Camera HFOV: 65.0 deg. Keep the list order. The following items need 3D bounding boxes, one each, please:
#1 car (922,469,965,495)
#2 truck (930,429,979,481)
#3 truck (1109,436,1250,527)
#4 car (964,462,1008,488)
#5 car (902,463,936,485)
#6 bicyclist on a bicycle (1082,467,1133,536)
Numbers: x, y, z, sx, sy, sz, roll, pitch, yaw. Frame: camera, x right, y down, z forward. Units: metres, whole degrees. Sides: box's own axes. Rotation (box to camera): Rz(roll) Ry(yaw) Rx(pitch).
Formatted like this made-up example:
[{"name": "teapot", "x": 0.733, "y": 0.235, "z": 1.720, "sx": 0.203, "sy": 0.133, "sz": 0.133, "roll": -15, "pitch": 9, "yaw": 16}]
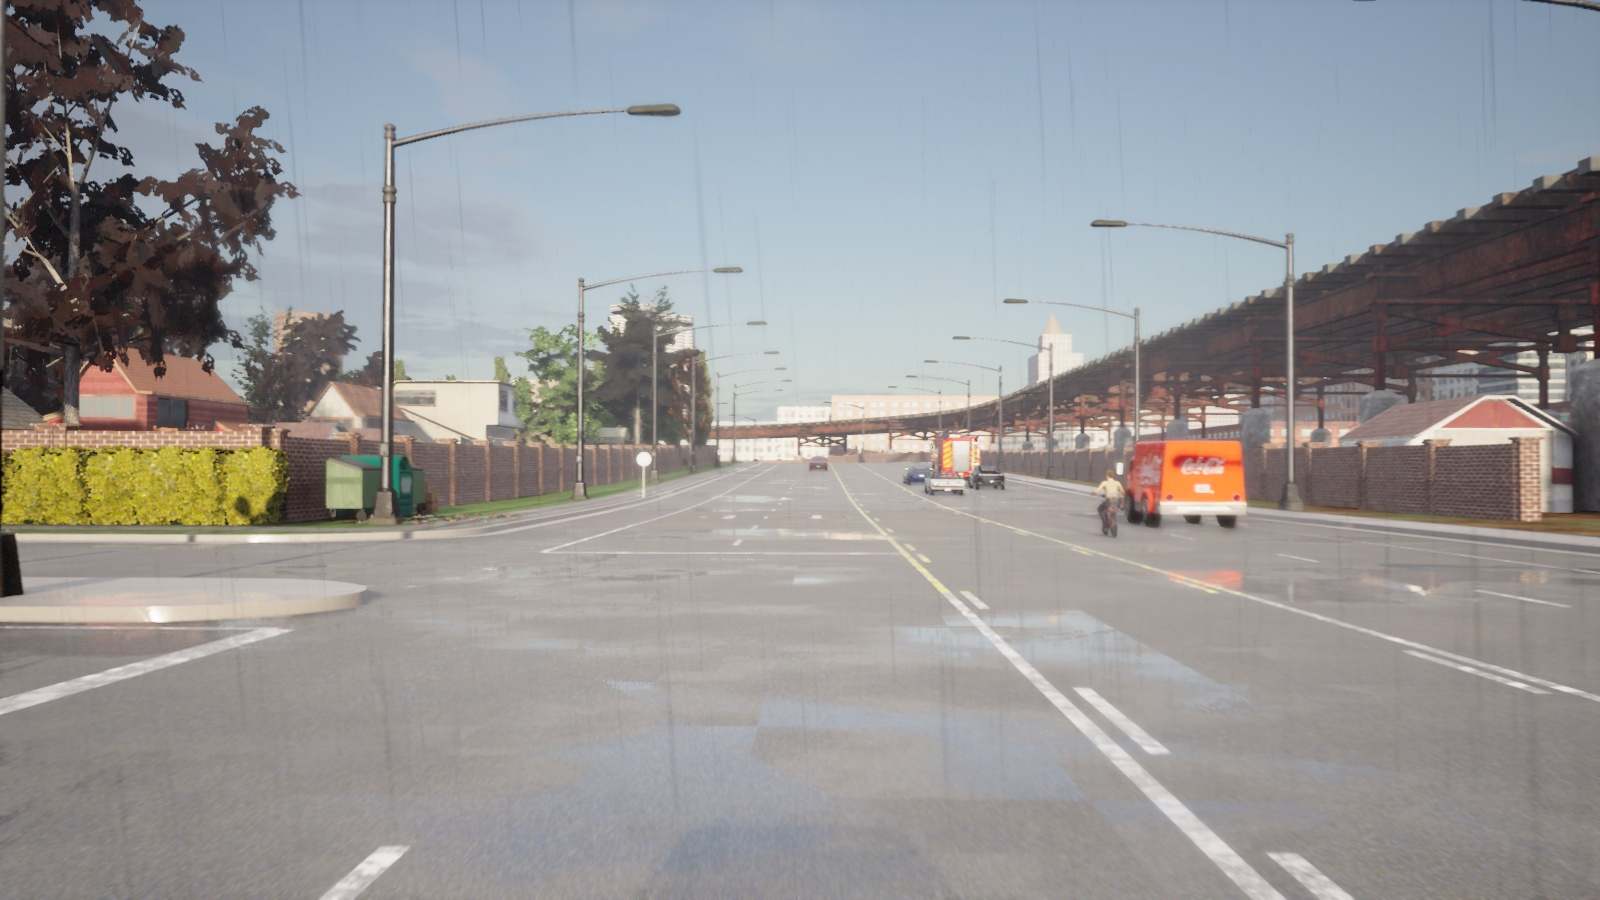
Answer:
[{"name": "car", "x": 8.000, "y": 1.770, "z": 70.282, "sx": 1.895, "sy": 1.301, "sz": 4.718, "roll": 0, "pitch": 0, "yaw": 1}, {"name": "truck", "x": 11.864, "y": 0.343, "z": 97.043, "sx": 2.891, "sy": 3.827, "sz": 8.468, "roll": 0, "pitch": 0, "yaw": 1}, {"name": "truck", "x": 11.035, "y": 0.902, "z": 37.013, "sx": 2.627, "sy": 2.467, "sz": 5.204, "roll": 0, "pitch": -1, "yaw": 1}, {"name": "car", "x": 11.617, "y": 1.565, "z": 78.777, "sx": 2.128, "sy": 1.511, "sz": 4.902, "roll": 0, "pitch": 0, "yaw": 1}, {"name": "car", "x": 8.236, "y": 1.641, "z": 87.375, "sx": 1.994, "sy": 1.385, "sz": 4.181, "roll": 0, "pitch": 0, "yaw": 1}, {"name": "bicyclist on a bicycle", "x": 7.439, "y": 1.230, "z": 30.426, "sx": 0.866, "sy": 1.612, "sz": 1.509, "roll": 0, "pitch": -1, "yaw": 1}]
